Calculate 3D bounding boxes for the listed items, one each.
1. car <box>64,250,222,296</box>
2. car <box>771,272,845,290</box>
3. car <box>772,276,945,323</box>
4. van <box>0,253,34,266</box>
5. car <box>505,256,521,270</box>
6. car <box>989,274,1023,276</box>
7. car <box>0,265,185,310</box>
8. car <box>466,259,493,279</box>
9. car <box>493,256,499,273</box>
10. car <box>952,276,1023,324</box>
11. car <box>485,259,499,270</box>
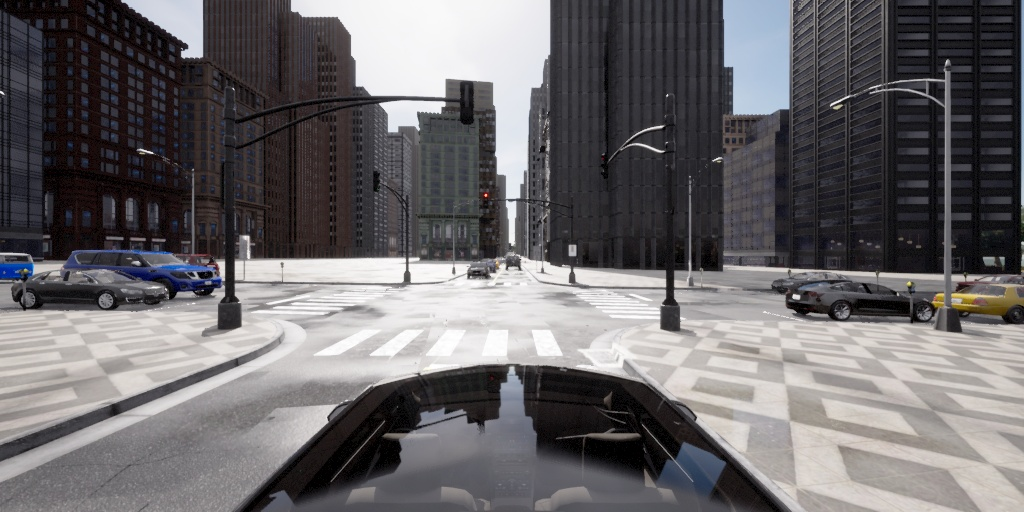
[{"bbox_3d":[-15.814,0.771,15.419,5.566,2.045,2.150,1,0,0],"label":"car"},{"bbox_3d":[17.820,1.590,21.208,4.403,1.370,2.007,0,0,0],"label":"car"},{"bbox_3d":[12.150,1.523,12.696,4.313,1.339,1.948,0,0,0],"label":"car"},{"bbox_3d":[-31.105,0.679,21.224,3.998,1.789,1.690,0,0,0],"label":"van"},{"bbox_3d":[0.204,0.969,53.601,2.150,2.045,5.566,0,0,0],"label":"car"},{"bbox_3d":[29.106,1.765,21.183,4.507,1.381,1.888,0,0,0],"label":"car"},{"bbox_3d":[-14.758,1.116,12.661,4.403,1.370,2.007,0,0,0],"label":"car"},{"bbox_3d":[-3.035,1.253,33.250,1.837,1.490,4.892,0,0,0],"label":"car"},{"bbox_3d":[-3.009,1.100,43.502,2.097,1.767,4.553,0,0,0],"label":"car"},{"bbox_3d":[17.962,1.570,12.683,4.829,1.417,1.751,0,0,0],"label":"car"},{"bbox_3d":[-2.975,1.225,55.087,1.882,1.535,5.008,0,0,0],"label":"car"}]
